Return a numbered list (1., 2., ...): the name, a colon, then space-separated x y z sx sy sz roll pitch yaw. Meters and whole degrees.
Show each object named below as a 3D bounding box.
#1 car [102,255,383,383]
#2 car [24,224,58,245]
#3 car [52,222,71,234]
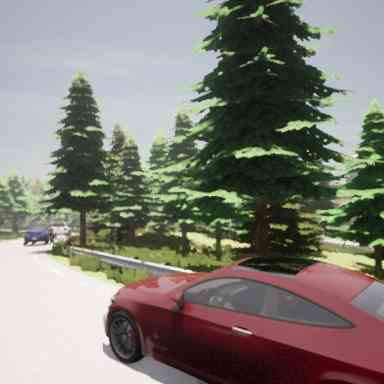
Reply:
1. car: 0.837 1.534 4.088 4.674 1.442 1.812 -1 0 40
2. car: -13.093 3.755 28.607 1.812 1.442 4.674 -1 -6 -15
3. car: -16.883 4.928 42.720 2.150 2.045 5.566 -1 -6 -16
